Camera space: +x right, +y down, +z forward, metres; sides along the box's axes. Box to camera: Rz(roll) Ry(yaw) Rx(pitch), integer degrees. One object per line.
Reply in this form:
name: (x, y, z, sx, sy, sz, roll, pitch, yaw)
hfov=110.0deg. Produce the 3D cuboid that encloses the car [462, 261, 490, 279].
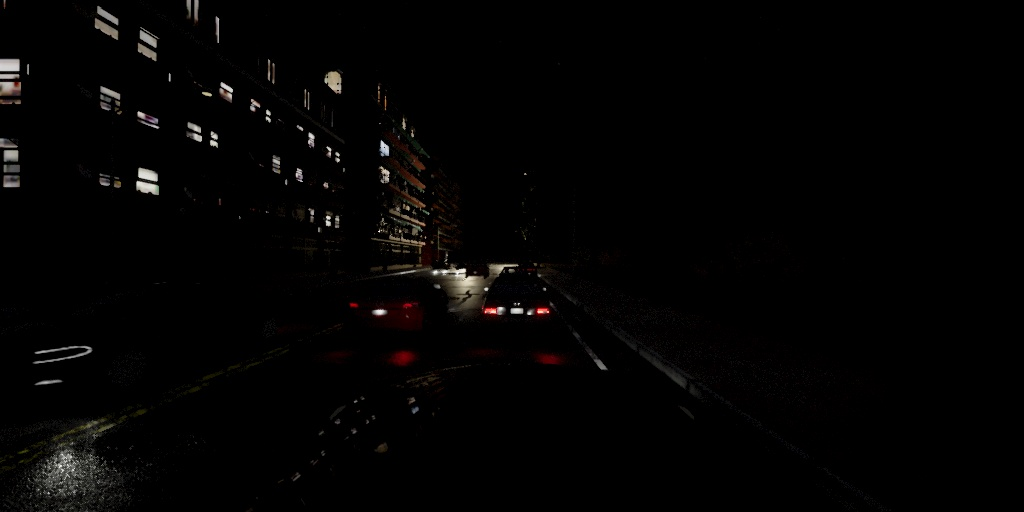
car: (-3.135, 1.231, 33.052, 1.882, 1.535, 5.008, 0, 0, 0)

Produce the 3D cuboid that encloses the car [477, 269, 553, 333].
car: (0.106, 1.299, 10.670, 2.033, 1.411, 5.357, 0, 0, 0)

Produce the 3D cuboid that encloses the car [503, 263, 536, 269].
car: (0.109, 1.300, 21.031, 2.033, 1.411, 5.357, 0, 0, 0)

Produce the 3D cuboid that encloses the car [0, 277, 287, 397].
car: (-6.596, 1.228, 6.912, 1.882, 1.535, 5.008, 0, 0, 0)

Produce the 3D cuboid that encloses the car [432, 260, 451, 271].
car: (-9.823, 1.317, 50.196, 1.994, 1.385, 4.181, 0, 0, 0)

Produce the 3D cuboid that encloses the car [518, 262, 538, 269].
car: (1.152, 1.259, 30.799, 1.837, 1.490, 4.892, 0, 0, 0)

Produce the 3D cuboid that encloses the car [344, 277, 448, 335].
car: (-3.147, 1.315, 10.526, 1.994, 1.385, 4.181, 0, 0, 0)

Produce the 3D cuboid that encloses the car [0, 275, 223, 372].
car: (-9.848, 1.298, 8.280, 2.033, 1.411, 5.357, 0, 0, 0)

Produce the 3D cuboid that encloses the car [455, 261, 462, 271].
car: (-6.576, 1.354, 49.178, 1.895, 1.301, 4.718, 0, 0, 0)
